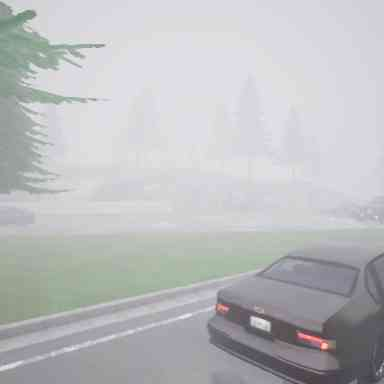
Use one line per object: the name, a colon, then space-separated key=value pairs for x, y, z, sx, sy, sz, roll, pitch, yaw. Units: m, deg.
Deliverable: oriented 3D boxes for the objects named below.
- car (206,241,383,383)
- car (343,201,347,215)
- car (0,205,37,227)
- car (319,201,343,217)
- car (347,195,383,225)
car: x=2.632 y=1.556 z=5.492 sx=5.357 sy=1.411 sz=2.033 roll=0 pitch=0 yaw=-42
car: x=15.404 y=1.612 z=28.359 sx=4.181 sy=1.385 sz=1.994 roll=0 pitch=0 yaw=-23
car: x=-12.444 y=1.573 z=21.712 sx=4.181 sy=1.385 sz=1.994 roll=0 pitch=0 yaw=-15
car: x=14.317 y=1.576 z=31.701 sx=4.674 sy=1.442 sz=1.812 roll=0 pitch=0 yaw=-24
car: x=14.373 y=1.264 z=24.115 sx=5.566 sy=2.045 sz=2.150 roll=0 pitch=0 yaw=-22
